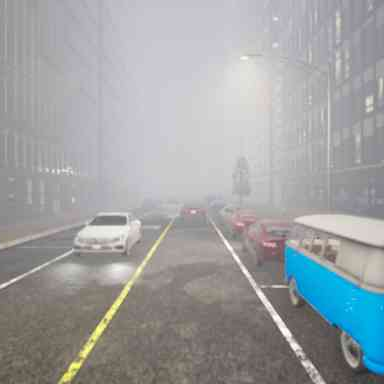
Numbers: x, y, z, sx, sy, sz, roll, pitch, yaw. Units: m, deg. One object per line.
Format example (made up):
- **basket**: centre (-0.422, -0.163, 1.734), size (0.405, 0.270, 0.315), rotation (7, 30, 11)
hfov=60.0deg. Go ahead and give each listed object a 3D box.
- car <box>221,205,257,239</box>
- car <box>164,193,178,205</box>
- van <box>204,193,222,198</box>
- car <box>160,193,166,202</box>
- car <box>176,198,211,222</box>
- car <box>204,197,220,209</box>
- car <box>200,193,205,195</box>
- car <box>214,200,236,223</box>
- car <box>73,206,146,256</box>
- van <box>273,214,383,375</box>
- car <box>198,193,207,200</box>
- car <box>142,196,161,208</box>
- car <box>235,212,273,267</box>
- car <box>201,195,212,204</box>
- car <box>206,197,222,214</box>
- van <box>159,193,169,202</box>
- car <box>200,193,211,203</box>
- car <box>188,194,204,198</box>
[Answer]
- **car**: centre (2.690, 1.552, 16.716), size (1.802, 1.307, 4.206), rotation (0, 0, 0)
- **car**: centre (-3.067, 1.402, 54.068), size (1.812, 1.442, 4.674), rotation (0, 0, 0)
- **van**: centre (2.692, 1.263, 39.506), size (1.690, 1.788, 3.998), rotation (0, 0, 0)
- **car**: centre (-5.686, 1.432, 62.296), size (1.802, 1.307, 4.206), rotation (0, 0, 0)
- **car**: centre (0.102, 1.456, 26.245), size (2.163, 1.488, 4.792), rotation (0, 0, 0)
- **car**: centre (2.693, 1.450, 45.204), size (1.887, 1.381, 4.507), rotation (0, 0, 0)
- **car**: centre (2.693, 1.201, 50.900), size (2.192, 1.841, 5.009), rotation (0, 0, 0)
- **car**: centre (2.690, 1.484, 22.583), size (1.752, 1.417, 4.829), rotation (0, 0, 0)
- **car**: centre (-3.099, 1.503, 13.099), size (1.812, 1.442, 4.674), rotation (0, 0, 0)
- **van**: centre (2.689, 1.332, 5.321), size (1.690, 1.788, 3.998), rotation (0, 0, 0)
- **car**: centre (2.696, 1.084, 85.083), size (2.192, 1.841, 5.009), rotation (0, 0, 0)
- **car**: centre (-5.687, 1.487, 45.206), size (1.802, 1.307, 4.206), rotation (0, 0, 0)
- **car**: centre (2.690, 1.563, 11.019), size (1.802, 1.307, 4.206), rotation (0, 0, 0)
- **car**: centre (2.694, 1.374, 62.464), size (1.752, 1.417, 4.829), rotation (0, 0, 0)
- **car**: centre (2.692, 1.487, 33.808), size (2.008, 1.369, 4.403), rotation (0, 0, 0)
- **van**: centre (-5.686, 1.173, 67.994), size (1.690, 1.788, 3.998), rotation (0, 0, 0)
- **car**: centre (2.695, 1.146, 67.992), size (2.192, 1.841, 5.009), rotation (0, 0, 0)
- **car**: centre (0.103, 1.416, 42.728), size (2.163, 1.488, 4.792), rotation (0, 0, 0)
